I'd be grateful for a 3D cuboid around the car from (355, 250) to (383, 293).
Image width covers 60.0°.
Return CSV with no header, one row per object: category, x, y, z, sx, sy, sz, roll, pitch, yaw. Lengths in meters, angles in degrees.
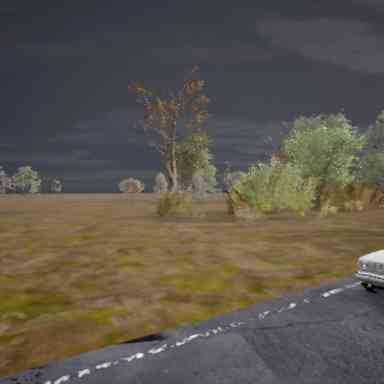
car,5.765,1.596,7.722,4.718,1.301,1.895,0,0,-37
